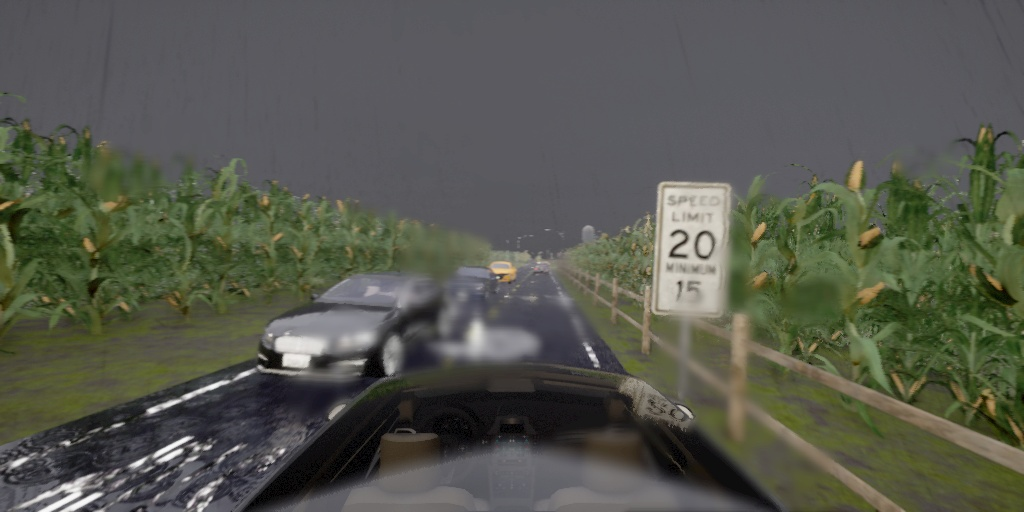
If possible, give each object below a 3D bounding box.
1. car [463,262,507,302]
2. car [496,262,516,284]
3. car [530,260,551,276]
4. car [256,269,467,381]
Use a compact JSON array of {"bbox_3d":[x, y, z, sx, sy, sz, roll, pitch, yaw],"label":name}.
[{"bbox_3d":[-1.694,1.197,16.854,2.033,1.411,5.357,3,0,5],"label":"car"},{"bbox_3d":[-0.790,1.172,26.807,1.882,1.535,5.008,3,0,5],"label":"car"},{"bbox_3d":[3.324,1.458,39.867,2.033,1.411,5.357,3,0,5],"label":"car"},{"bbox_3d":[-2.561,1.103,7.082,2.128,1.511,4.902,3,0,5],"label":"car"}]
